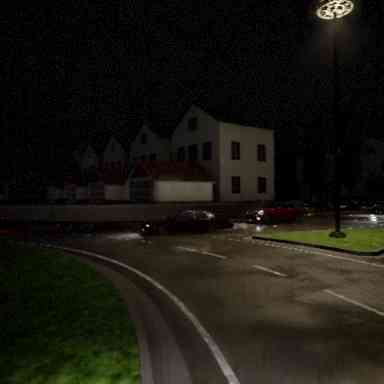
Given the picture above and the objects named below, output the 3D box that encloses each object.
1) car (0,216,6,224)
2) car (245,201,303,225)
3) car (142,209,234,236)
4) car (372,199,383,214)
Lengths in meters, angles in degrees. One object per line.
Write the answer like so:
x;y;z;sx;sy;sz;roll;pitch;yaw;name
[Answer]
-16.068;1.973;23.791;4.718;1.301;1.895;-1;0;6;car
6.421;1.536;26.082;4.553;1.767;2.097;0;0;-26;car
-0.227;1.749;19.731;5.357;1.411;2.033;0;0;-17;car
21.364;1.469;35.844;4.553;1.767;2.097;0;0;-36;car
